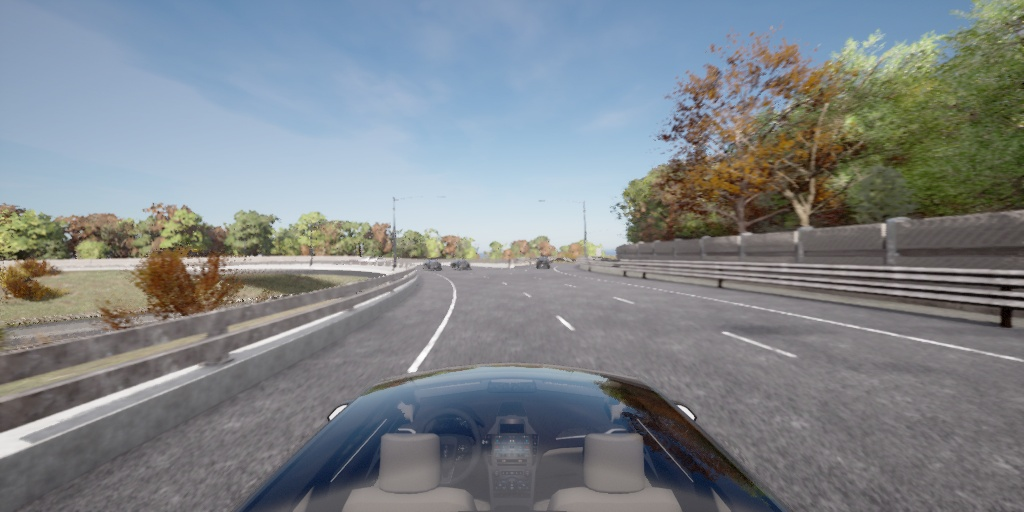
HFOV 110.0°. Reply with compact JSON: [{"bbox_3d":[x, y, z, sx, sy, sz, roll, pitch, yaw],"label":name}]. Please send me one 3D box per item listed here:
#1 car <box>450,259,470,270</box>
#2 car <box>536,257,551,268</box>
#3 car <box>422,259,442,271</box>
[{"bbox_3d":[-7.282,1.154,50.020,2.128,1.511,4.902,-1,0,-26],"label":"car"},{"bbox_3d":[4.515,0.920,50.513,1.837,1.490,4.892,-2,0,10],"label":"car"},{"bbox_3d":[-11.287,1.235,50.262,2.128,1.511,4.902,-1,0,-27],"label":"car"}]
